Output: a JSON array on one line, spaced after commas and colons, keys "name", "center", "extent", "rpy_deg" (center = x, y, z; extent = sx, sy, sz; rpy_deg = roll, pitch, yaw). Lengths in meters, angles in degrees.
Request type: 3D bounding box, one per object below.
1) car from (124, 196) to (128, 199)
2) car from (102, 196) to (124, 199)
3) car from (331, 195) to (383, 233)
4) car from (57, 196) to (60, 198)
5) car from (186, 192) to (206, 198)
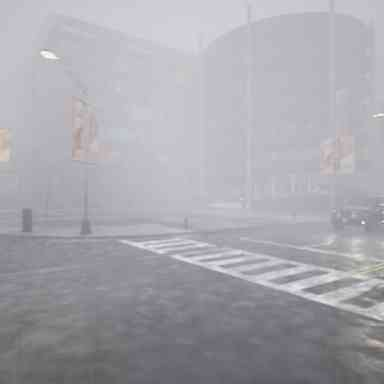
[{"name": "car", "center": [-13.645, 1.478, 65.202], "extent": [1.895, 1.301, 4.718], "rpy_deg": [0, 0, -36]}, {"name": "car", "center": [-12.819, 1.331, 51.269], "extent": [2.002, 1.452, 4.674], "rpy_deg": [0, 0, -36]}, {"name": "car", "center": [10.856, 1.233, 20.337], "extent": [5.566, 2.045, 2.150], "rpy_deg": [0, 0, -36]}, {"name": "car", "center": [-23.296, 1.421, 58.752], "extent": [2.161, 1.482, 4.786], "rpy_deg": [0, 0, -36]}, {"name": "car", "center": [0.870, 1.054, 76.700], "extent": [2.435, 2.045, 5.566], "rpy_deg": [0, 0, -36]}]
